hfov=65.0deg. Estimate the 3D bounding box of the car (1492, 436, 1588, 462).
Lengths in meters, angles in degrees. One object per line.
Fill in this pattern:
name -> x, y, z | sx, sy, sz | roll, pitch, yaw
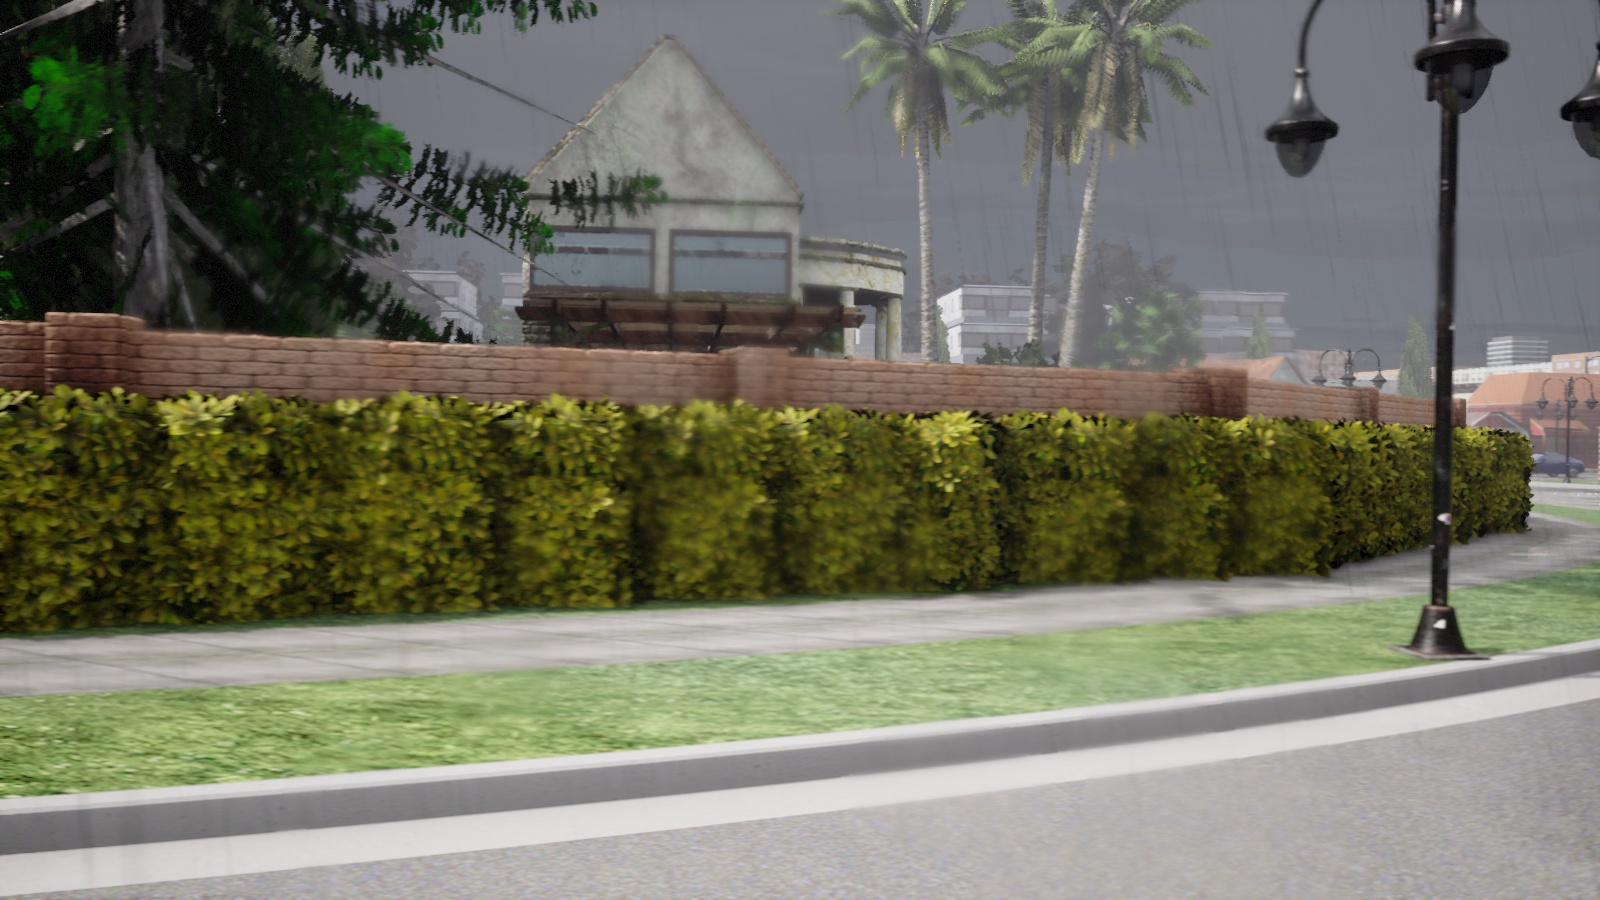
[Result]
car -> 43.266, -0.064, 73.442 | 4.674, 1.442, 1.812 | 0, 1, -6
